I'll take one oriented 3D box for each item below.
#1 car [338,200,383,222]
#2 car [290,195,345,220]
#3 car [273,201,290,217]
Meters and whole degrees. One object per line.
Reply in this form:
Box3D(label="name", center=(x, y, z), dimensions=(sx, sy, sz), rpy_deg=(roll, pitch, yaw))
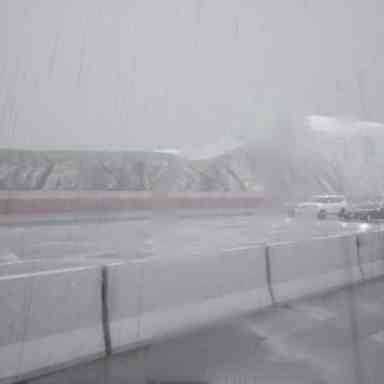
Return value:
Box3D(label="car", center=(14.313, 1.607, 27.191), dimensions=(4.892, 1.490, 1.837), rpy_deg=(0, 0, -37))
Box3D(label="car", center=(11.595, 1.319, 29.510), dimensions=(5.566, 2.045, 2.150), rpy_deg=(0, 0, -36))
Box3D(label="car", center=(9.944, 1.626, 32.654), dimensions=(4.674, 1.442, 1.812), rpy_deg=(0, 0, -37))
